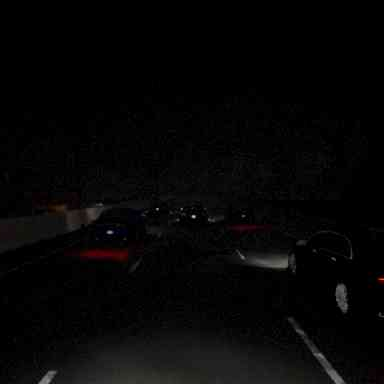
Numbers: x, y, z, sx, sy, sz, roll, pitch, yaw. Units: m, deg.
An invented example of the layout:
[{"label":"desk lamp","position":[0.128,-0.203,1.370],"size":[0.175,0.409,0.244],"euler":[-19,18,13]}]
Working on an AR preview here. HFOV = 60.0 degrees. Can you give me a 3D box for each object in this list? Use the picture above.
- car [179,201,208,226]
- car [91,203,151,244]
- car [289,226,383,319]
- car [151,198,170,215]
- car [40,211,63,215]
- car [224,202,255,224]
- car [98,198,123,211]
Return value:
[{"label":"car","position":[0.115,1.630,24.246],"size":[1.994,1.385,4.181],"euler":[0,0,0]},{"label":"car","position":[-3.387,1.521,16.194],"size":[1.882,1.535,5.008],"euler":[0,0,0]},{"label":"car","position":[3.606,1.525,7.358],"size":[1.837,1.490,4.892],"euler":[0,0,0]},{"label":"car","position":[-3.375,1.657,34.499],"size":[1.994,1.385,4.181],"euler":[0,0,0]},{"label":"car","position":[-14.061,1.565,33.082],"size":[1.882,1.535,5.008],"euler":[0,0,0]},{"label":"car","position":[3.619,1.548,25.862],"size":[1.882,1.535,5.008],"euler":[0,0,0]},{"label":"car","position":[-10.554,1.609,43.509],"size":[2.128,1.511,4.902],"euler":[0,0,0]}]
